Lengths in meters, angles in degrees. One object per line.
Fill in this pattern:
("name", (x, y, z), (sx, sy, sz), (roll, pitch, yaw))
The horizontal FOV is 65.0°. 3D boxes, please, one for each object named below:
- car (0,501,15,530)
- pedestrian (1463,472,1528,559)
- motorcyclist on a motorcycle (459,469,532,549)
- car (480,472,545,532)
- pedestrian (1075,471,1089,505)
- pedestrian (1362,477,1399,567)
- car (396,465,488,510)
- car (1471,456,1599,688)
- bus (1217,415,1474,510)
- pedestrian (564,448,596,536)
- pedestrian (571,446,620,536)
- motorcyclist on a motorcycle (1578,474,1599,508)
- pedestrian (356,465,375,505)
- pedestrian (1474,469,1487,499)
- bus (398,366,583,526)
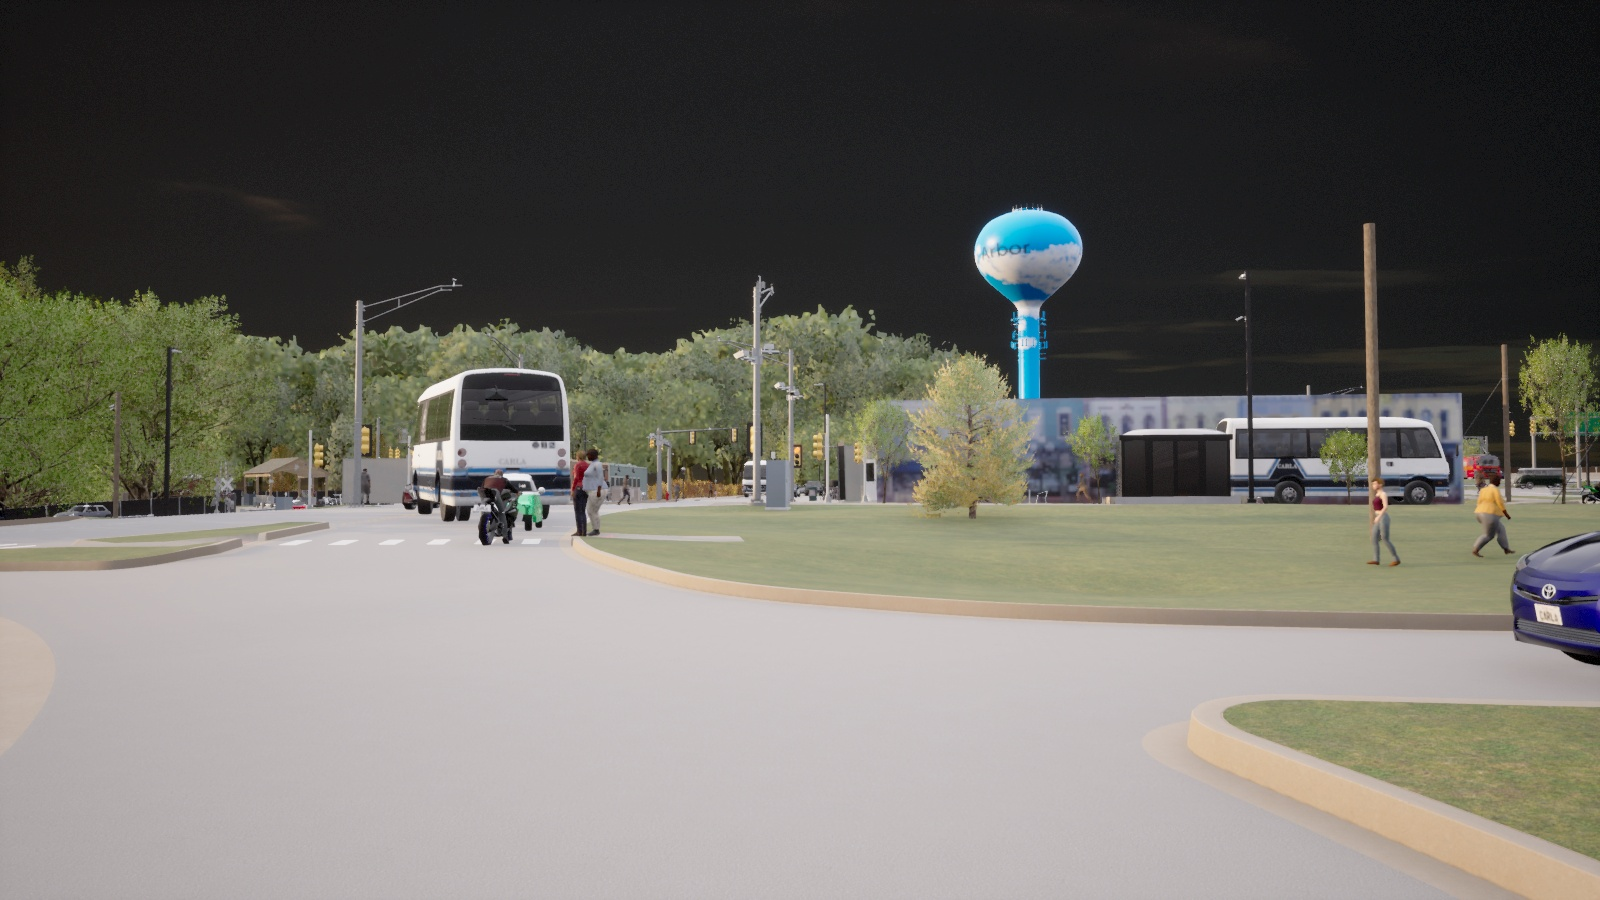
("car", (-52.342, 4.215, 79.887), (1.905, 1.878, 3.866), (-1, -1, 14))
("pedestrian", (15.067, 1.416, 27.240), (0.900, 1.855, 0.874), (0, -3, 2))
("motorcyclist on a motorcycle", (-6.115, 1.153, 25.371), (0.866, 1.530, 2.191), (0, -1, 2))
("car", (-7.037, 1.252, 30.900), (1.481, 1.376, 2.207), (0, -1, -11))
("pedestrian", (15.623, 2.118, 69.516), (0.694, 1.848, 0.540), (0, -3, 8))
("pedestrian", (12.050, 1.493, 26.075), (0.594, 1.836, 0.345), (0, -3, 4))
("car", (-13.708, 1.435, 48.391), (2.033, 1.649, 4.856), (0, -2, 2))
("car", (7.531, 0.823, 8.827), (4.514, 1.525, 2.007), (0, -2, 2))
("bus", (25.254, 0.647, 58.806), (10.273, 4.253, 3.944), (0, -3, 8))
("pedestrian", (-4.637, 0.887, 26.488), (0.636, 1.846, 0.331), (-2, -3, 42))
("pedestrian", (-4.333, 0.869, 26.550), (0.900, 1.855, 0.874), (1, -3, -16))
("motorcyclist on a motorcycle", (36.381, 1.853, 56.628), (2.044, 1.523, 0.797), (-2, -3, 21))
("pedestrian", (-21.785, 1.765, 62.965), (0.659, 1.952, 0.873), (0, -3, -1))
("pedestrian", (41.177, 2.074, 75.987), (0.328, 1.805, 0.869), (0, -3, 8))
("bus", (-9.869, -0.054, 38.898), (3.944, 4.253, 10.273), (0, -1, -23))
